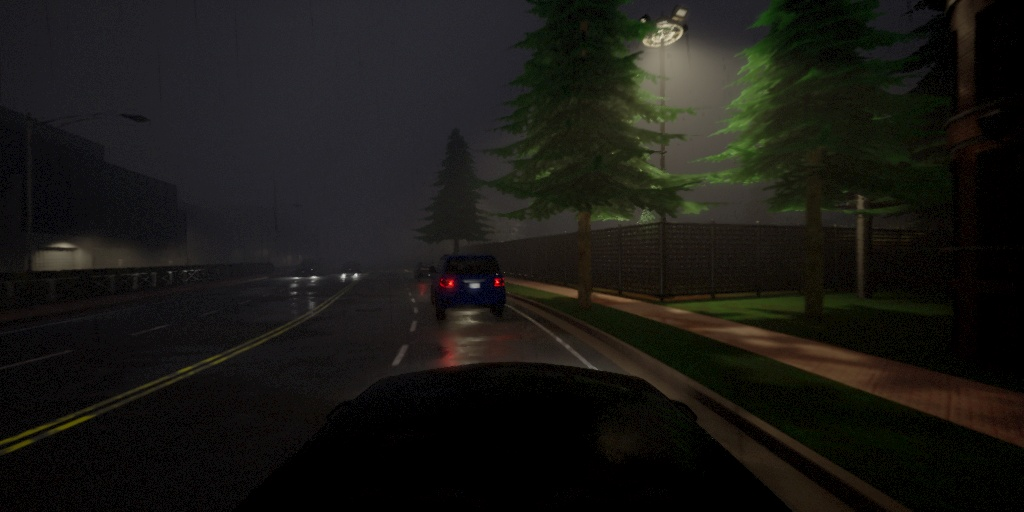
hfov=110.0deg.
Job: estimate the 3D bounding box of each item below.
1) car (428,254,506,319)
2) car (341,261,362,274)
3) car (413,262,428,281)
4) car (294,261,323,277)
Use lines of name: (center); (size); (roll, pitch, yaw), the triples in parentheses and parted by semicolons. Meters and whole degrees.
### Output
car: (-1.762, 0.955, 13.043); (2.150, 2.045, 5.566); (0, 0, -15)
car: (-18.614, 1.303, 41.754); (1.994, 1.385, 4.181); (0, 0, -18)
car: (-7.000, 1.211, 29.509); (2.128, 1.511, 4.902); (0, 0, -18)
car: (-20.496, 1.263, 36.255); (1.837, 1.490, 4.892); (0, 0, -18)
